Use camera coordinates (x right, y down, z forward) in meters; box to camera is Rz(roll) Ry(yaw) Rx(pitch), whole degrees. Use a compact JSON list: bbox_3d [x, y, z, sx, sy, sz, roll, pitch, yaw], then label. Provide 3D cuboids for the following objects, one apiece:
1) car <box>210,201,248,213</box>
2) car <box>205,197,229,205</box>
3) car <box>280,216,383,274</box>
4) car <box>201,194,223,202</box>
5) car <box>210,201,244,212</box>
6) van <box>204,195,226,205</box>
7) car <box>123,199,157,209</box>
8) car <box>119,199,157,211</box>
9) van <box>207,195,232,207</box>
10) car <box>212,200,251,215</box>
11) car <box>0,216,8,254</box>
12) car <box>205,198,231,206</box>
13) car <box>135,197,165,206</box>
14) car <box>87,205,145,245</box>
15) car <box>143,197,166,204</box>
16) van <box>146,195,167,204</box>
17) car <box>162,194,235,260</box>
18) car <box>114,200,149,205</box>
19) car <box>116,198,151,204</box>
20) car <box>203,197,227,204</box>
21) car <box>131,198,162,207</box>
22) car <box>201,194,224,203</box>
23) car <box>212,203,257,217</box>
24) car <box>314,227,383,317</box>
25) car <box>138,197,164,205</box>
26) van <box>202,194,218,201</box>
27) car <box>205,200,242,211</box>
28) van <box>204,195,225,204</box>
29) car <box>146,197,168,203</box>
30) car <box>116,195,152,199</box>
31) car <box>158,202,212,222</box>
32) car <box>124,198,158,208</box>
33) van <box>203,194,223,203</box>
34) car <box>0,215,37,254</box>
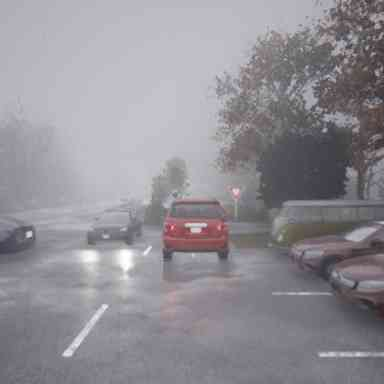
[{"bbox_3d":[4.849,2.022,44.224,4.792,1.488,2.163,0,1,0],"label":"car"},{"bbox_3d":[4.956,1.846,66.376,4.792,1.488,2.163,0,0,0],"label":"car"},{"bbox_3d":[5.068,1.538,9.037,4.674,1.452,2.002,0,0,0],"label":"car"},{"bbox_3d":[4.934,1.554,82.994,5.566,2.045,2.435,0,0,0],"label":"car"},{"bbox_3d":[4.882,2.008,46.994,4.674,1.452,2.002,0,1,0],"label":"car"},{"bbox_3d":[4.824,1.584,69.128,4.442,1.987,1.878,0,0,0],"label":"van"},{"bbox_3d":[-8.177,1.919,52.586,4.892,1.521,2.231,0,0,0],"label":"car"},{"bbox_3d":[-8.003,1.939,49.810,5.366,1.575,1.946,0,1,0],"label":"car"},{"bbox_3d":[5.032,1.621,60.964,4.442,1.987,1.878,0,0,0],"label":"van"},{"bbox_3d":[4.905,1.891,41.577,4.553,1.767,2.185,0,1,0],"label":"car"},{"bbox_3d":[-7.986,1.527,8.883,4.792,1.488,2.163,0,0,0],"label":"car"},{"bbox_3d":[4.950,1.858,63.737,4.792,1.488,2.163,0,0,0],"label":"car"},{"bbox_3d":[-7.974,1.825,63.687,5.366,1.575,1.946,0,0,0],"label":"car"},{"bbox_3d":[-3.484,1.552,15.714,1.812,1.442,4.674,0,-1,-1],"label":"car"},{"bbox_3d":[-8.112,1.835,72.008,4.792,1.488,2.163,0,0,0],"label":"car"},{"bbox_3d":[-8.019,1.579,74.784,4.442,1.987,1.878,0,0,0],"label":"van"},{"bbox_3d":[0.115,1.237,12.606,2.150,2.045,5.566,0,0,0],"label":"car"},{"bbox_3d":[-8.236,2.045,41.482,4.792,1.488,2.163,0,1,0],"label":"car"},{"bbox_3d":[-8.196,1.991,44.258,5.008,1.535,2.097,0,1,0],"label":"car"},{"bbox_3d":[4.944,1.807,71.914,5.008,1.535,2.097,0,0,0],"label":"car"},{"bbox_3d":[-8.350,1.842,61.035,5.366,1.575,1.946,0,1,0],"label":"car"},{"bbox_3d":[4.928,1.555,80.224,5.566,2.045,2.435,0,0,0],"label":"car"},{"bbox_3d":[4.862,2.040,38.806,5.008,1.535,2.097,0,1,0],"label":"car"},{"bbox_3d":[5.059,1.542,6.252,4.674,1.452,2.002,0,0,0],"label":"car"},{"bbox_3d":[-8.159,1.816,66.455,4.892,1.521,2.231,0,0,0],"label":"car"},{"bbox_3d":[5.103,1.578,94.200,4.442,1.987,1.878,0,0,0],"label":"van"},{"bbox_3d":[4.705,1.941,49.764,5.366,1.575,1.946,0,1,0],"label":"car"},{"bbox_3d":[5.061,1.581,74.683,4.442,1.987,1.878,0,0,0],"label":"van"},{"bbox_3d":[-8.158,1.834,77.561,4.792,1.488,2.163,0,0,0],"label":"car"},{"bbox_3d":[-8.166,1.715,47.032,5.566,2.045,2.435,0,1,0],"label":"car"},{"bbox_3d":[-0.655,1.797,30.769,4.553,1.767,2.097,-1,-3,24],"label":"car"},{"bbox_3d":[-8.362,1.890,55.362,5.366,1.575,1.946,0,1,0],"label":"car"},{"bbox_3d":[4.833,1.580,77.454,4.442,1.987,1.878,0,0,0],"label":"van"},{"bbox_3d":[-8.036,1.523,11.667,4.792,1.488,2.163,0,0,0],"label":"car"}]
